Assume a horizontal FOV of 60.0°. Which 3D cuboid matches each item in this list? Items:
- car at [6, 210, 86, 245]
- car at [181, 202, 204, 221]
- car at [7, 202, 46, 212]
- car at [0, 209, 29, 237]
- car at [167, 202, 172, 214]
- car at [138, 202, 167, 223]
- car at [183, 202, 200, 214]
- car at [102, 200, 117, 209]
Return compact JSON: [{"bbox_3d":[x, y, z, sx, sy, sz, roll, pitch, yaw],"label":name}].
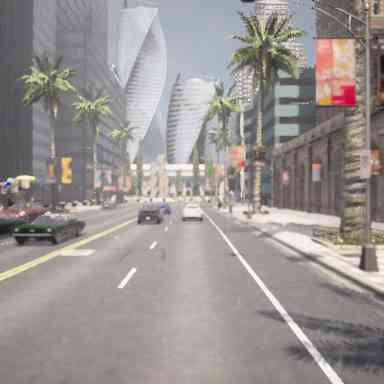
[{"bbox_3d":[-6.979,1.786,16.752,1.895,1.301,4.718,0,-1,0],"label":"car"},{"bbox_3d":[0.034,1.846,30.941,1.812,1.442,4.674,0,-1,0],"label":"car"},{"bbox_3d":[-13.616,1.631,26.969,2.185,1.767,4.553,0,-1,-1],"label":"car"},{"bbox_3d":[-10.480,1.774,16.765,1.895,1.301,4.718,0,-1,0],"label":"car"},{"bbox_3d":[-3.569,1.950,41.100,1.812,1.442,4.674,0,0,-1],"label":"car"},{"bbox_3d":[-3.441,1.798,28.212,1.837,1.490,4.892,0,0,-1],"label":"car"},{"bbox_3d":[-0.078,1.998,41.915,1.994,1.385,4.181,0,-1,-1],"label":"car"},{"bbox_3d":[-13.918,2.061,56.340,2.231,1.521,4.892,0,-1,-1],"label":"car"}]
